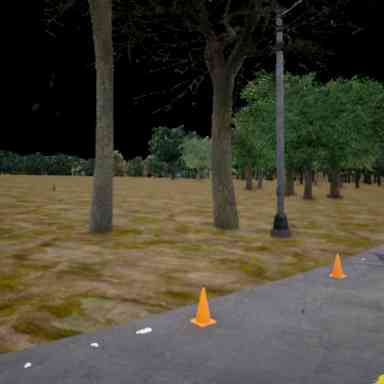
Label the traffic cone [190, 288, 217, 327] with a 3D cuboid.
[{"bbox_3d":[0.198,1.964,5.770,0.340,0.580,0.340,0,0,-39],"label":"traffic cone"}]

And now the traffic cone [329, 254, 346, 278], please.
[{"bbox_3d":[3.898,1.960,8.899,0.340,0.580,0.340,0,0,-42],"label":"traffic cone"}]
